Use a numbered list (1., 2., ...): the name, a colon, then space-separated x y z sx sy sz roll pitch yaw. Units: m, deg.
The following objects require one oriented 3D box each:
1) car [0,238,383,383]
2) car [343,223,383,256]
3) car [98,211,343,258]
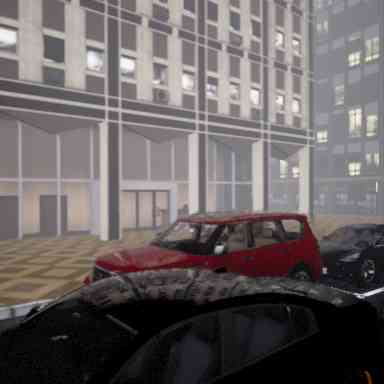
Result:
1. car: -0.389 1.485 2.753 5.008 1.535 1.882 0 0 -35
2. car: 5.065 1.629 9.785 4.313 1.339 1.947 0 -1 -36
3. car: 0.524 1.342 6.603 5.009 1.841 2.192 0 -1 -36
